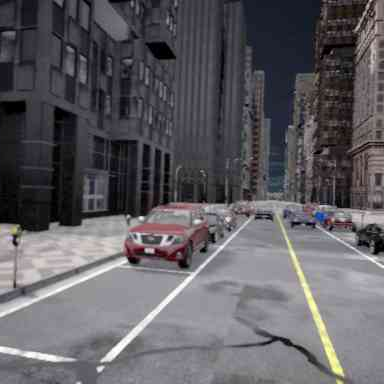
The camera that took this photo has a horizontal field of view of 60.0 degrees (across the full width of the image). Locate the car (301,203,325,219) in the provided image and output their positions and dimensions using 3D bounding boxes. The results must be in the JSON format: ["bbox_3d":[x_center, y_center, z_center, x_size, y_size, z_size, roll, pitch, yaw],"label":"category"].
[{"bbox_3d":[15.446,2.379,42.687,2.192,1.841,5.009,2,-1,13],"label":"car"}]

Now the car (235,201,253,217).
[{"bbox_3d":[5.863,1.950,39.215,2.192,1.841,5.009,2,-1,13],"label":"car"}]

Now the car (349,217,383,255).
[{"bbox_3d":[8.955,2.089,15.441,1.947,1.339,4.313,2,-1,13],"label":"car"}]

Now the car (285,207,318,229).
[{"bbox_3d":[9.109,2.254,27.711,1.895,1.301,4.718,2,-1,14],"label":"car"}]

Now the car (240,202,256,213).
[{"bbox_3d":[8.451,2.291,50.111,1.967,1.590,4.097,2,-1,13],"label":"car"}]

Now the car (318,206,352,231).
[{"bbox_3d":[11.552,2.180,26.339,1.967,1.590,4.097,2,-1,13],"label":"car"}]

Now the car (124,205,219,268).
[{"bbox_3d":[-0.619,1.410,11.970,2.192,1.841,5.009,2,-1,13],"label":"car"}]

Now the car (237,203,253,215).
[{"bbox_3d":[7.112,2.265,44.496,1.752,1.417,4.829,2,-1,13],"label":"car"}]

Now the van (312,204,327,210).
[{"bbox_3d":[12.852,2.189,31.789,1.690,1.788,3.998,2,-1,13],"label":"van"}]

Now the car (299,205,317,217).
[{"bbox_3d":[16.734,2.723,48.133,2.008,1.369,4.403,2,-1,13],"label":"car"}]

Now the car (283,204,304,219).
[{"bbox_3d":[11.841,2.233,39.308,2.097,1.767,4.553,2,-1,14],"label":"car"}]

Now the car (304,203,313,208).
[{"bbox_3d":[14.145,2.396,37.236,1.967,1.590,4.097,2,-1,13],"label":"car"}]

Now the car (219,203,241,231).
[{"bbox_3d":[1.969,1.751,22.866,1.967,1.590,4.097,2,-1,13],"label":"car"}]

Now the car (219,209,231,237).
[{"bbox_3d":[0.668,1.768,17.415,1.947,1.339,4.313,2,-1,13],"label":"car"}]

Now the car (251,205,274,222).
[{"bbox_3d":[7.306,2.238,33.583,1.895,1.301,4.718,2,-1,14],"label":"car"}]
